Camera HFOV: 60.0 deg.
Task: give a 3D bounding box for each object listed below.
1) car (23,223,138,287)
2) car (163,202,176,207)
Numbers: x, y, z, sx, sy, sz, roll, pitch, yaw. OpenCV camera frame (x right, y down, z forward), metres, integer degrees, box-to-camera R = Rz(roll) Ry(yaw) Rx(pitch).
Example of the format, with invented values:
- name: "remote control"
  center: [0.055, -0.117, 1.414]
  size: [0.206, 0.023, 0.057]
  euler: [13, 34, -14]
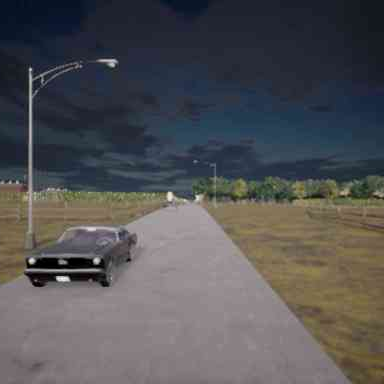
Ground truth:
- name: "car"
  center: [-2.847, 1.626, 9.556]
  size: [1.895, 1.301, 4.718]
  euler: [0, 0, 0]
- name: "car"
  center: [-2.788, 1.456, 42.879]
  size: [1.895, 1.301, 4.718]
  euler: [0, -1, 0]
